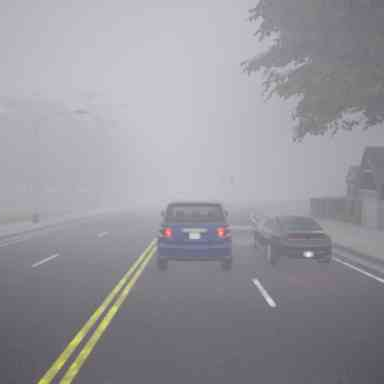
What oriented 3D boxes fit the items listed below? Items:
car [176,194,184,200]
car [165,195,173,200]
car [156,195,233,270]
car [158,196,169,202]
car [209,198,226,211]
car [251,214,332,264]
[{"bbox_3d":[-3.268,1.393,92.685,1.882,1.535,5.008,0,1,0],"label":"car"},{"bbox_3d":[-6.518,1.511,92.655,1.895,1.301,4.718,0,1,0],"label":"car"},{"bbox_3d":[0.080,1.249,11.304,2.150,2.045,5.566,0,0,0],"label":"car"},{"bbox_3d":[-6.515,1.593,76.858,2.033,1.411,5.357,0,0,0],"label":"car"},{"bbox_3d":[3.238,1.614,43.421,1.812,1.442,4.674,0,0,0],"label":"car"},{"bbox_3d":[3.333,1.535,11.905,1.837,1.490,4.892,0,0,0],"label":"car"}]
